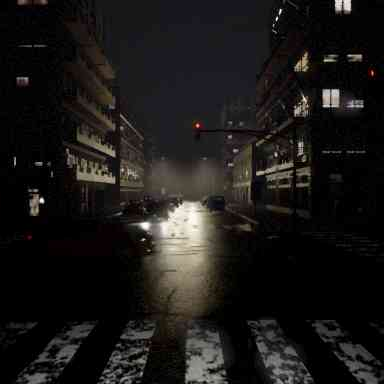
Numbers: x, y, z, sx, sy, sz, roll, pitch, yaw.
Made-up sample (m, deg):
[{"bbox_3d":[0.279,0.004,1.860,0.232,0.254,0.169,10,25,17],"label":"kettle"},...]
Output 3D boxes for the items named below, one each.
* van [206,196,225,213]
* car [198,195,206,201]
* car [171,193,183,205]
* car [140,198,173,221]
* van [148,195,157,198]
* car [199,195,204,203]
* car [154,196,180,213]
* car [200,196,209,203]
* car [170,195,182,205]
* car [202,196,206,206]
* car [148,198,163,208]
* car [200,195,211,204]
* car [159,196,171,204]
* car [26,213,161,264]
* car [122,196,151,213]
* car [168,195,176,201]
[{"bbox_3d":[2.730,1.331,36.873,1.690,1.788,3.998,0,0,0],"label":"van"},{"bbox_3d":[2.648,1.527,87.728,1.947,1.339,4.313,0,0,0],"label":"car"},{"bbox_3d":[-2.747,1.204,57.591,2.150,2.045,5.566,0,0,1],"label":"car"},{"bbox_3d":[-2.812,1.519,27.390,1.812,1.442,4.674,0,0,-1],"label":"car"},{"bbox_3d":[-5.369,1.329,43.084,1.690,1.788,3.998,0,0,0],"label":"van"},{"bbox_3d":[2.619,1.550,54.239,1.947,1.339,4.313,0,0,0],"label":"car"},{"bbox_3d":[-2.814,1.537,37.036,2.033,1.411,5.357,0,0,0],"label":"car"},{"bbox_3d":[2.632,1.520,70.983,1.887,1.381,4.507,0,0,0],"label":"car"},{"bbox_3d":[-2.795,1.512,46.948,1.812,1.442,4.674,0,0,0],"label":"car"},{"bbox_3d":[2.701,1.533,43.077,1.887,1.381,4.507,0,0,0],"label":"car"},{"bbox_3d":[-5.317,1.568,48.665,1.802,1.307,4.206,0,0,0],"label":"car"},{"bbox_3d":[2.627,1.419,65.401,1.967,1.590,4.097,0,0,0],"label":"car"},{"bbox_3d":[-5.253,1.523,65.409,1.887,1.381,4.507,0,0,0],"label":"car"},{"bbox_3d":[-3.365,1.592,11.473,4.181,1.385,1.994,-1,0,0],"label":"car"},{"bbox_3d":[-5.414,1.432,31.920,1.967,1.590,4.097,0,0,0],"label":"car"},{"bbox_3d":[-5.233,1.512,87.735,2.008,1.369,4.403,0,0,0],"label":"car"}]
